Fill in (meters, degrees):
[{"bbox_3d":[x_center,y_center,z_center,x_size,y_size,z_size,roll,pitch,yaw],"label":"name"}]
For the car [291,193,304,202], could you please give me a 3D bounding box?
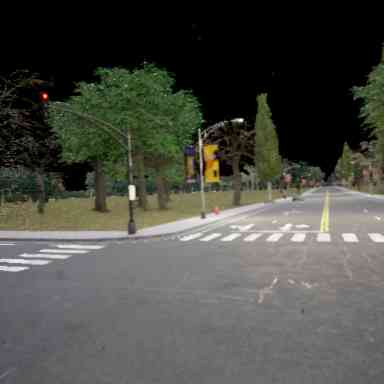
[{"bbox_3d":[19.307,1.021,60.814,1.837,1.490,4.892,-3,0,22],"label":"car"}]
